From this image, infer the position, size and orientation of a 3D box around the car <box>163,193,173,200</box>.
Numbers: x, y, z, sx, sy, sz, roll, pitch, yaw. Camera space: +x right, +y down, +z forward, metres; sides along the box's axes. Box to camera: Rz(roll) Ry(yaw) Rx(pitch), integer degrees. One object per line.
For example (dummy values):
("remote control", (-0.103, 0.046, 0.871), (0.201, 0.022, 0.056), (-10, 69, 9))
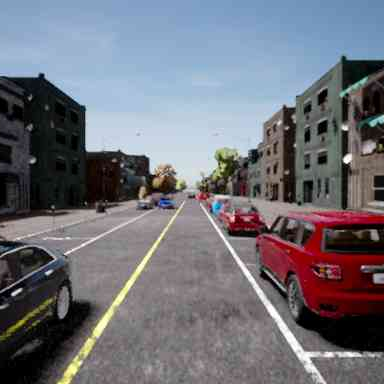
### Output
("car", (-5.712, 1.106, 79.185), (1.967, 1.590, 4.097), (-1, 0, 0))

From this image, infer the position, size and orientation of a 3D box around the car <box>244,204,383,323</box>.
("car", (2.684, 1.286, 7.060), (2.192, 1.841, 5.009), (-1, 0, 0))

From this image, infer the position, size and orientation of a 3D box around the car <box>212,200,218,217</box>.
("car", (2.683, 1.483, 23.706), (1.802, 1.307, 4.206), (-1, 0, 0))

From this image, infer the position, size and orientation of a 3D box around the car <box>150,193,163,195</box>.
("car", (-5.706, 1.099, 51.443), (2.192, 1.841, 5.009), (-1, 0, 0))

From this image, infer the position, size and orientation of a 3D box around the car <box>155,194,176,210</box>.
("car", (-3.093, 1.355, 40.534), (1.812, 1.442, 4.674), (0, 0, 0))

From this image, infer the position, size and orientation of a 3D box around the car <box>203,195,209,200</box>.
("car", (2.679, 1.413, 40.351), (1.802, 1.307, 4.206), (-1, 0, 0))

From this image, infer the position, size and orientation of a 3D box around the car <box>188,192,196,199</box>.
("car", (-0.020, 0.909, 83.409), (2.097, 1.767, 4.553), (0, 0, 0))

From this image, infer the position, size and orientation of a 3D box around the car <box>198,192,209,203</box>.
("car", (2.379, 0.960, 63.852), (2.150, 2.045, 5.566), (0, 0, 0))

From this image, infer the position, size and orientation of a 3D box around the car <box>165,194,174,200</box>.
("car", (-5.712, 1.187, 84.733), (1.887, 1.381, 4.507), (-1, 0, 0))

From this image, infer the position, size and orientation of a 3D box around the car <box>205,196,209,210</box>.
("car", (2.680, 1.399, 34.803), (1.887, 1.381, 4.507), (-1, 0, 0))

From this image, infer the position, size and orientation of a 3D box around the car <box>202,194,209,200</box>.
("car", (2.678, 1.390, 45.899), (1.802, 1.307, 4.206), (-1, 0, 0))

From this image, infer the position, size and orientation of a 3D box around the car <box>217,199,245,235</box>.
("car", (2.683, 1.365, 18.157), (1.967, 1.590, 4.097), (-1, 0, 0))

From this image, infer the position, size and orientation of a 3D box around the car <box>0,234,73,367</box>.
("car", (-3.090, 1.487, 4.278), (1.837, 1.490, 4.892), (0, 0, 0))

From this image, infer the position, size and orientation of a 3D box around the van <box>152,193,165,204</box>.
("van", (-5.708, 1.101, 56.991), (1.690, 1.788, 3.998), (-1, 0, 0))

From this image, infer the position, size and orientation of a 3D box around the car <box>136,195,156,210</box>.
("car", (-5.701, 1.381, 40.347), (2.008, 1.369, 4.403), (-1, 0, 0))

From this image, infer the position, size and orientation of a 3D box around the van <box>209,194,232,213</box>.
("van", (2.679, 1.219, 29.253), (1.690, 1.788, 3.998), (-1, 0, 0))
